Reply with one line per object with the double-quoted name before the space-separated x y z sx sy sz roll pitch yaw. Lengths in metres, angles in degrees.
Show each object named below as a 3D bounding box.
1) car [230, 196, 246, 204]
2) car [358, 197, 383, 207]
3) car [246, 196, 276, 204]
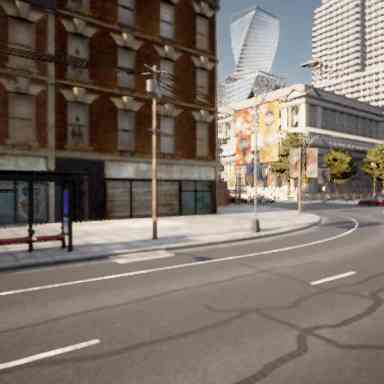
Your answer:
"car" 8.178 1.422 61.361 1.882 1.535 5.008 0 0 -35
"car" 27.719 1.445 50.995 2.002 1.452 4.674 0 0 -16
"car" 12.861 1.482 60.539 2.033 1.411 5.357 0 0 -30
